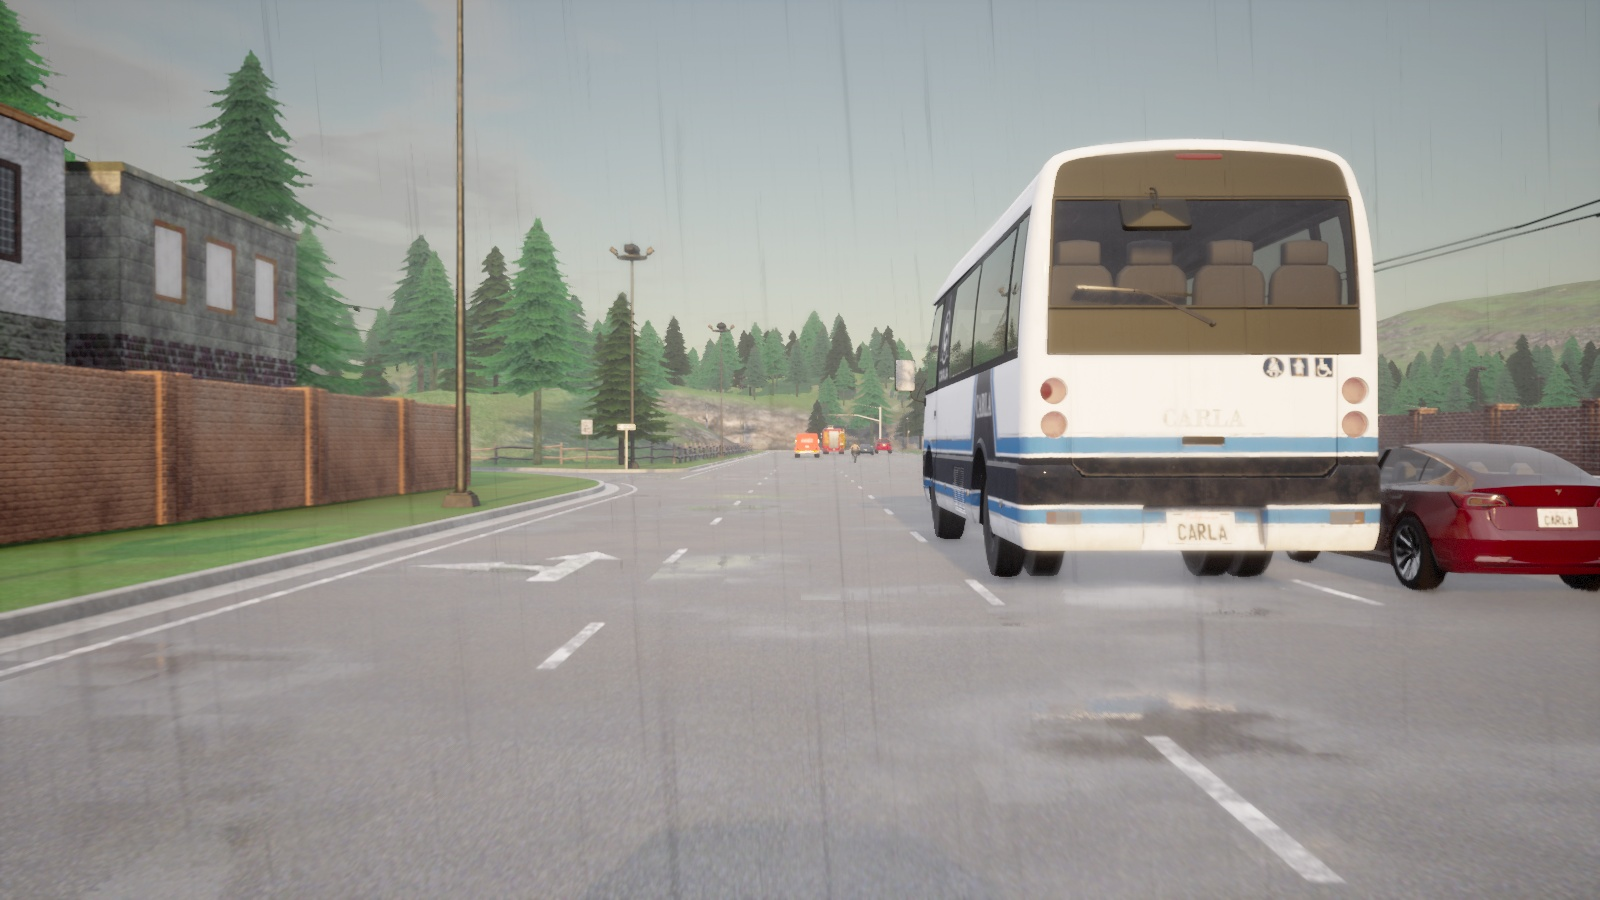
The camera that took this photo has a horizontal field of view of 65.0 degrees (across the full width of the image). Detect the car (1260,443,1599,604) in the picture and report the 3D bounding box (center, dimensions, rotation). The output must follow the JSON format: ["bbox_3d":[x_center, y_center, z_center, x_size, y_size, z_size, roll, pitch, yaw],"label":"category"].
[{"bbox_3d":[7.095,0.673,14.055,2.163,1.488,4.792,0,0,0],"label":"car"}]

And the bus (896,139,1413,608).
[{"bbox_3d":[3.610,-0.720,16.539,3.944,4.253,10.273,0,0,0],"label":"bus"}]
